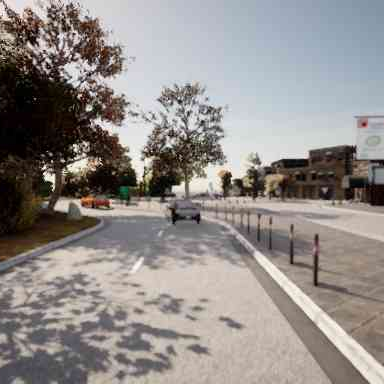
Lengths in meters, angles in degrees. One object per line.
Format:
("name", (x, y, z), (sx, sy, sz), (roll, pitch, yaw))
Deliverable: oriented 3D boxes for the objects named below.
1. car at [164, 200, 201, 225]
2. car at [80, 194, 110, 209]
("car", (-0.724, 1.321, 22.764), (2.128, 1.511, 4.902), (0, 0, -12))
("car", (-11.481, 1.016, 39.163), (2.097, 1.767, 4.553), (0, 0, -38))
